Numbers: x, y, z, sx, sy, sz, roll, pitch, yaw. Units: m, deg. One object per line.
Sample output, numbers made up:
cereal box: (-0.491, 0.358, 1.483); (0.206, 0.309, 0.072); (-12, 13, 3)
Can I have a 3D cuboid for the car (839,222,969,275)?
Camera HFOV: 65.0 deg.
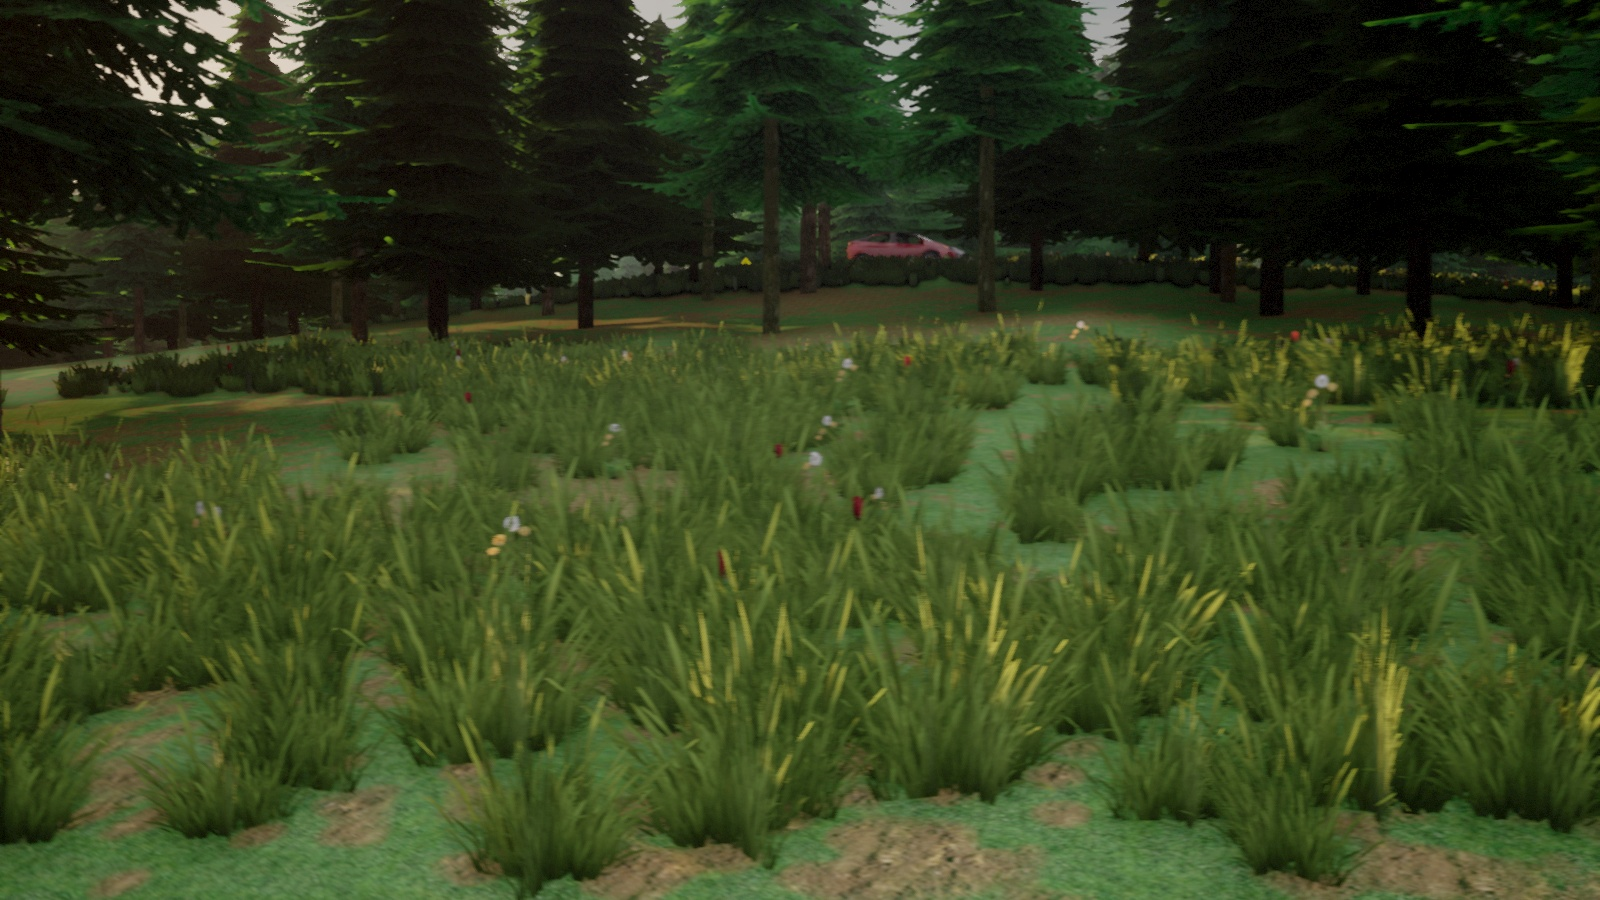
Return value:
car: (3.969, -7.660, 48.006); (4.514, 1.525, 2.007); (1, 2, 27)
